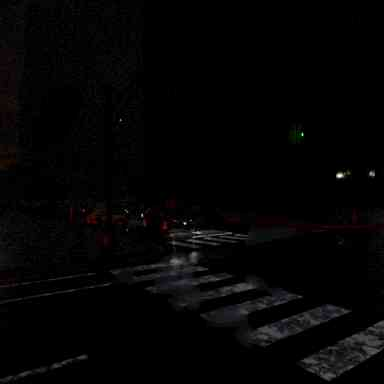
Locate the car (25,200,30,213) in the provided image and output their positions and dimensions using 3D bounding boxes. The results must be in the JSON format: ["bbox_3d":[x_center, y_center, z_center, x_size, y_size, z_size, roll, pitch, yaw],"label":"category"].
[{"bbox_3d":[-20.498,2.195,44.455,1.887,1.381,4.507,-1,0,-35],"label":"car"}]

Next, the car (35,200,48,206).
[{"bbox_3d":[-37.738,2.708,83.430,2.008,1.369,4.403,-1,0,-35],"label":"car"}]

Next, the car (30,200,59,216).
[{"bbox_3d":[-17.673,1.899,40.473,2.192,1.841,5.009,-1,0,-35],"label":"car"}]

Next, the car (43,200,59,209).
[{"bbox_3d":[-26.975,2.388,63.706,1.837,1.490,4.892,0,-1,-35],"label":"car"}]

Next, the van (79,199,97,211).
[{"bbox_3d":[-17.047,2.035,54.374,1.690,1.788,3.998,-1,0,-35],"label":"van"}]

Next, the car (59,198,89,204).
[{"bbox_3d":[-13.731,1.754,39.566,2.150,2.045,5.566,0,-1,-35],"label":"car"}]

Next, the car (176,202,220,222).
[{"bbox_3d":[0.611,1.827,29.474,1.887,1.381,4.507,-1,0,-35],"label":"car"}]

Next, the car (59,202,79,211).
[{"bbox_3d":[-20.069,2.326,53.997,1.895,1.301,4.718,0,-1,-35],"label":"car"}]

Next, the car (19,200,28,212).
[{"bbox_3d":[-23.330,2.155,48.437,1.967,1.590,4.097,-1,0,-35],"label":"car"}]

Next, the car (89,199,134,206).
[{"bbox_3d":[-7.575,1.740,30.889,2.097,1.767,4.553,0,-1,-35],"label":"car"}]

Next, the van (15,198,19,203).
[{"bbox_3d":[-26.163,2.121,52.420,1.690,1.788,3.998,-1,0,-35],"label":"van"}]

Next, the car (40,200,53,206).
[{"bbox_3d":[-34.724,2.658,79.190,1.947,1.339,4.313,-1,0,-35],"label":"car"}]

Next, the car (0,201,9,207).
[{"bbox_3d":[-44.382,2.769,78.064,1.802,1.307,4.206,-1,0,-35],"label":"car"}]

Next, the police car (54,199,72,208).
[{"bbox_3d":[-25.434,2.305,65.449,1.930,1.638,5.238,0,-1,-35],"label":"police car"}]

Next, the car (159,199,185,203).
[{"bbox_3d":[-2.337,1.667,33.624,2.192,1.841,5.009,-1,0,-35],"label":"car"}]

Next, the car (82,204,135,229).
[{"bbox_3d":[-6.248,1.842,24.404,1.752,1.417,4.829,-1,0,-35],"label":"car"}]

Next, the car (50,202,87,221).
[{"bbox_3d":[-12.007,2.003,32.507,2.008,1.369,4.403,-1,0,-35],"label":"car"}]

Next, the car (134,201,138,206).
[{"bbox_3d":[-5.273,2.003,37.774,1.802,1.307,4.206,-1,0,-35],"label":"car"}]

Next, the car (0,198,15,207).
[{"bbox_3d":[-41.269,2.665,73.681,1.887,1.381,4.507,-1,0,-35],"label":"car"}]

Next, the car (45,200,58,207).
[{"bbox_3d":[-31.710,2.593,74.949,1.947,1.339,4.313,-1,0,-35],"label":"car"}]

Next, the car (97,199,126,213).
[{"bbox_3d":[-11.163,1.873,46.074,2.192,1.841,5.009,-1,0,-35],"label":"car"}]

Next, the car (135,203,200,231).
[{"bbox_3d":[-1.819,1.758,22.826,1.837,1.490,4.892,0,-1,-35],"label":"car"}]
